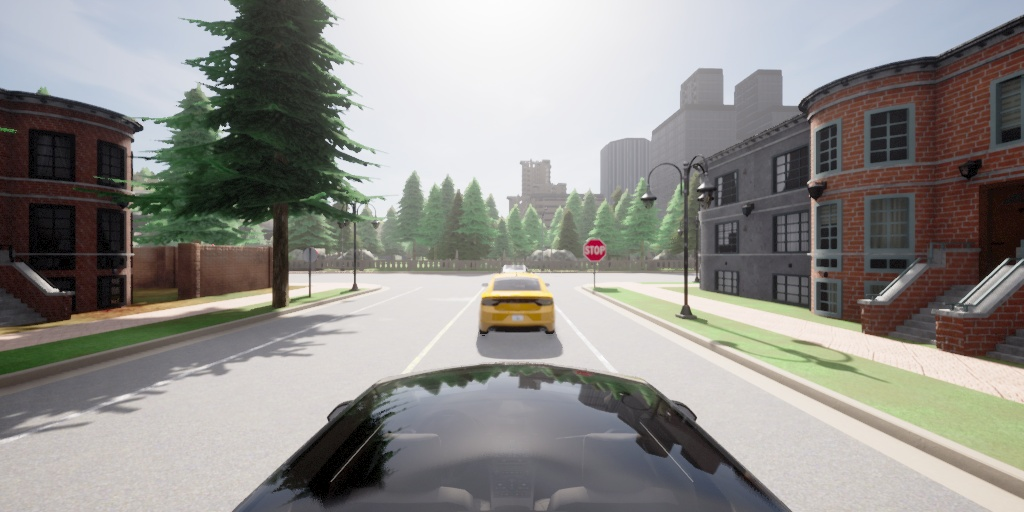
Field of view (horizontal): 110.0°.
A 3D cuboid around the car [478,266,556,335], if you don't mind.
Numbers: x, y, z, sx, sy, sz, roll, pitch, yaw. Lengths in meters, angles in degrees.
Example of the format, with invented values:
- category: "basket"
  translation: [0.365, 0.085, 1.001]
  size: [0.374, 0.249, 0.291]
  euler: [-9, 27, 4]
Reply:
- category: "car"
  translation: [0.119, 1.227, 10.497]
  size: [1.882, 1.535, 5.008]
  euler: [0, 0, 0]
